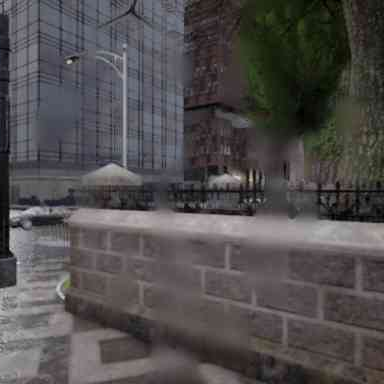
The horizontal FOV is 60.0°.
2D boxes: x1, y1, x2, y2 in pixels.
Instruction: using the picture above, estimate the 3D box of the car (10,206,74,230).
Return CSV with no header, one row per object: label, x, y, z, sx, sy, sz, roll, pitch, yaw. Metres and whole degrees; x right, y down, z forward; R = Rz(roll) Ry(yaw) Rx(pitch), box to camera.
car,-9.493,1.568,20.989,2.008,1.369,4.403,0,-1,36
